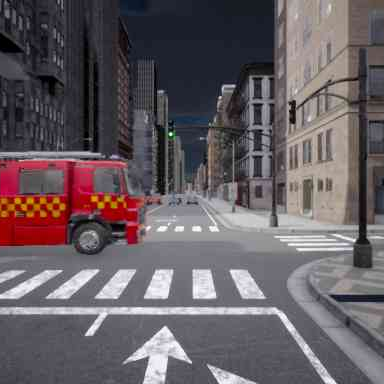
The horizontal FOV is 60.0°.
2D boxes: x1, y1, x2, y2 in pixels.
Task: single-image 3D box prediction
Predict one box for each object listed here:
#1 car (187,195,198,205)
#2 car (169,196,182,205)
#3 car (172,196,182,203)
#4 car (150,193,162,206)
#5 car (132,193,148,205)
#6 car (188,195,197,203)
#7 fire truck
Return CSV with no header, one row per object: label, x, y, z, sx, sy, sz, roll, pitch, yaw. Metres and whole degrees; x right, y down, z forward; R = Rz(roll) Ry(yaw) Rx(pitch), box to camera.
car,0.087,1.614,59.971,1.994,1.385,4.181,0,0,0
car,-3.165,1.596,59.143,2.033,1.411,5.357,0,0,0
car,-3.149,1.542,69.565,1.882,1.535,5.008,0,0,0
car,-6.470,1.270,57.916,2.150,2.045,5.566,0,0,1
car,-9.668,1.280,62.720,2.150,2.045,5.566,0,0,0
car,0.101,1.439,69.976,1.812,1.442,4.674,0,0,0
fire truck,-6.159,0.349,12.903,8.468,3.827,2.891,0,0,-1
